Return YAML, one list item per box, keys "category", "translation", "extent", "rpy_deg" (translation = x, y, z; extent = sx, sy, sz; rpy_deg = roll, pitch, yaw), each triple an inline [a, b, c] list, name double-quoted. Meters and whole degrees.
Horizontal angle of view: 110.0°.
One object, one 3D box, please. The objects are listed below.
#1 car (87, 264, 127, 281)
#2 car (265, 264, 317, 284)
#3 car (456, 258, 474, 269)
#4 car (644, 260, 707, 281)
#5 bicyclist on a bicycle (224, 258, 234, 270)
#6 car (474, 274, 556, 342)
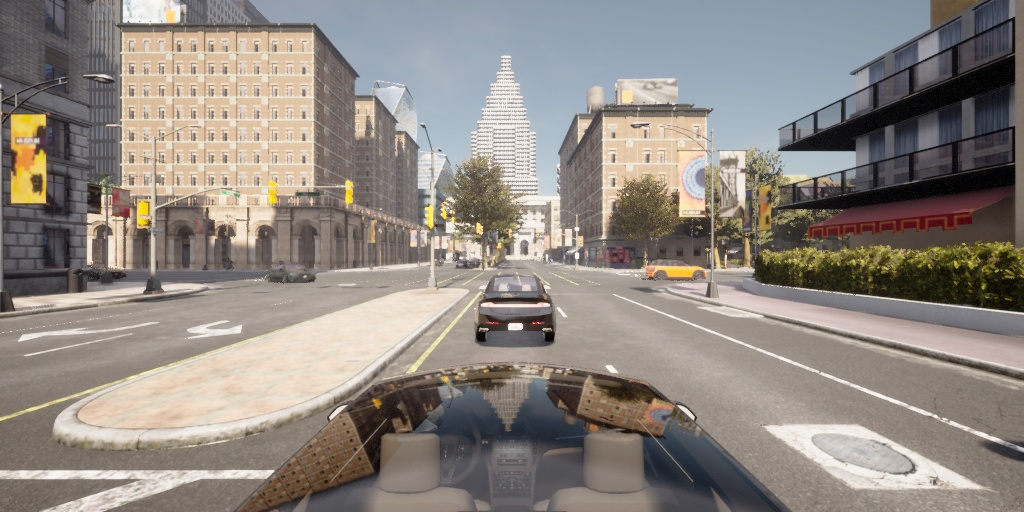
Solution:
- category: "car"
  translation: [-34.268, 1.312, 29.252]
  extent: [4.181, 1.385, 1.994]
  rpy_deg: [0, 0, 0]
- category: "car"
  translation: [-16.595, 1.314, 26.892]
  extent: [4.181, 1.385, 1.994]
  rpy_deg: [0, 0, 32]
- category: "car"
  translation: [-8.002, 1.241, 58.545]
  extent: [2.128, 1.511, 4.902]
  rpy_deg: [0, 0, 0]
- category: "car"
  translation: [13.418, 1.102, 29.442]
  extent: [4.553, 1.767, 2.097]
  rpy_deg: [0, 0, 0]
- category: "bicyclist on a bicycle"
  translation: [-37.237, 1.050, 47.206]
  extent: [0.582, 1.620, 1.656]
  rpy_deg: [0, 0, 0]
- category: "car"
  translation: [0.082, 1.242, 9.797]
  extent: [2.128, 1.511, 4.902]
  rpy_deg: [0, 0, 0]
